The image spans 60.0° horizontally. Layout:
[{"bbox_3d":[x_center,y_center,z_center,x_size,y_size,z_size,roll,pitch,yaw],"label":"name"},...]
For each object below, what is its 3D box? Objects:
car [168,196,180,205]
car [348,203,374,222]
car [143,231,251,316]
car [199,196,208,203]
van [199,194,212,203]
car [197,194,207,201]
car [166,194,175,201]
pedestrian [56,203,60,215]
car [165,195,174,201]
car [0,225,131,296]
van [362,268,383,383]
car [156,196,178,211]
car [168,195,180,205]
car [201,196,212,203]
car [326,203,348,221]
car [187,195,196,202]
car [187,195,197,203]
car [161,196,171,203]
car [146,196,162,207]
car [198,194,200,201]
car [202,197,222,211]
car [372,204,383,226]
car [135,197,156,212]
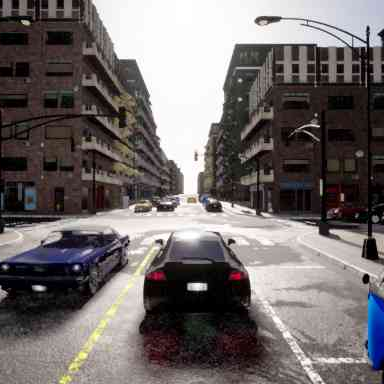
[{"bbox_3d":[-3.178,1.503,60.028,1.882,1.535,5.008,0,0,0],"label":"car"},{"bbox_3d":[15.063,1.636,25.552,4.892,1.490,1.837,0,-1,0],"label":"car"},{"bbox_3d":[0.087,1.566,7.610,1.994,1.385,4.181,0,0,0],"label":"car"},{"bbox_3d":[2.569,1.615,73.810,1.802,1.307,4.206,1,0,0],"label":"car"},{"bbox_3d":[2.604,1.365,56.882,1.690,1.788,3.998,1,0,0],"label":"van"},{"bbox_3d":[2.553,1.355,85.095,2.192,1.841,5.009,1,0,0],"label":"car"},{"bbox_3d":[-5.839,1.484,90.724,1.967,1.590,4.097,1,0,0],"label":"car"},{"bbox_3d":[-12.596,1.598,31.362,0.500,1.100,0.500,0,-1,1],"label":"pedestrian"},{"bbox_3d":[-5.831,1.591,85.080,2.008,1.369,4.403,1,0,0],"label":"car"},{"bbox_3d":[-2.998,1.604,8.818,1.895,1.301,4.718,0,0,1],"label":"car"},{"bbox_3d":[2.670,1.342,2.008,1.690,1.788,3.998,1,0,0],"label":"van"},{"bbox_3d":[-3.173,1.580,40.934,1.994,1.385,4.181,0,0,0],"label":"car"},{"bbox_3d":[-3.186,1.498,49.651,1.882,1.535,5.008,0,0,0],"label":"car"},{"bbox_3d":[2.620,1.569,45.598,2.008,1.369,4.403,1,0,0],"label":"car"},{"bbox_3d":[13.591,1.609,28.160,4.097,1.590,1.967,0,-1,1],"label":"car"},{"bbox_3d":[-0.146,1.562,80.485,2.128,1.511,4.902,0,0,0],"label":"car"},{"bbox_3d":[-0.025,1.508,69.210,1.882,1.535,5.008,0,0,0],"label":"car"},{"bbox_3d":[-5.810,1.578,73.795,1.887,1.381,4.507,1,0,0],"label":"car"},{"bbox_3d":[-5.768,1.461,51.225,1.967,1.590,4.097,1,0,0],"label":"car"},{"bbox_3d":[2.580,1.555,68.338,1.752,1.417,4.829,1,0,0],"label":"car"},{"bbox_3d":[2.631,1.581,39.955,1.947,1.339,4.313,1,0,0],"label":"car"},{"bbox_3d":[13.502,1.584,19.778,4.313,1.339,1.947,0,-1,1],"label":"car"},{"bbox_3d":[-5.748,1.541,39.769,1.752,1.417,4.829,1,0,0],"label":"car"}]
